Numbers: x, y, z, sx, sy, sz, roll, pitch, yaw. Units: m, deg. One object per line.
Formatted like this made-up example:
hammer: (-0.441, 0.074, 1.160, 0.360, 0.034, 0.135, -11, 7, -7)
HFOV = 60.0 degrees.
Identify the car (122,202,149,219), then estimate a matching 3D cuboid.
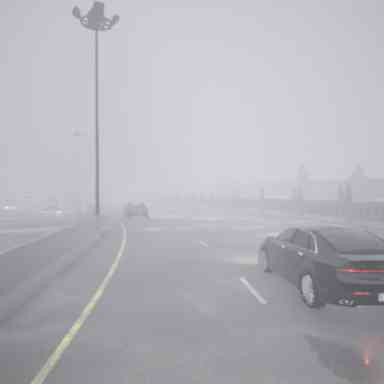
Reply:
car: (-5.206, 1.614, 30.371, 2.128, 1.511, 4.902, 0, 0, -18)

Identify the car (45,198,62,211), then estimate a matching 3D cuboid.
car: (-18.972, 1.627, 45.464, 2.097, 1.767, 4.553, 0, 0, -23)

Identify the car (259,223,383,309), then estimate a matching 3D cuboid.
car: (3.042, 1.513, 7.953, 1.837, 1.490, 4.892, 0, 0, -5)

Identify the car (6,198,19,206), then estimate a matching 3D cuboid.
car: (-34.339, 1.969, 63.608, 2.128, 1.511, 4.902, 0, 0, -23)

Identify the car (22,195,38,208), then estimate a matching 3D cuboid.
car: (-27.307, 1.593, 56.088, 2.150, 2.045, 5.566, 0, 0, -23)
